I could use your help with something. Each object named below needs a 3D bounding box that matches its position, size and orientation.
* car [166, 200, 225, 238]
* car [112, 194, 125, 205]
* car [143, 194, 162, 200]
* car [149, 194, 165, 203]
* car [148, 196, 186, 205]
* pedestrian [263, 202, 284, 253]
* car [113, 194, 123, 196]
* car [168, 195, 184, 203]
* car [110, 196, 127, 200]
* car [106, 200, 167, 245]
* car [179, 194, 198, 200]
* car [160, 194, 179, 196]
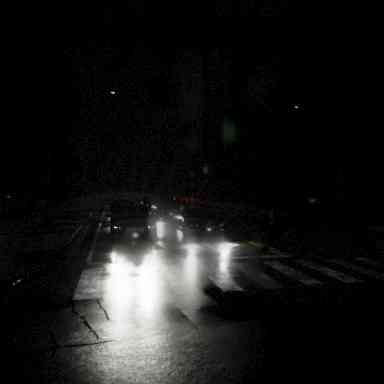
[{"bbox_3d":[0.166,1.363,16.745,1.837,1.490,4.892,1,0,-14],"label":"car"},{"bbox_3d":[-10.955,1.094,49.203,1.837,1.490,4.892,1,0,-14],"label":"car"},{"bbox_3d":[-4.517,1.251,36.072,2.033,1.411,5.357,1,0,-14],"label":"car"},{"bbox_3d":[-6.016,1.059,56.406,2.128,1.511,4.902,1,0,-14],"label":"car"},{"bbox_3d":[-2.064,1.291,25.950,1.837,1.490,4.892,1,0,-14],"label":"car"},{"bbox_3d":[2.872,1.207,11.713,0.375,1.860,0.375,1,0,-14],"label":"pedestrian"},{"bbox_3d":[-7.409,1.205,34.218,1.812,1.442,4.674,1,1,-13],"label":"car"},{"bbox_3d":[-2.866,1.201,57.203,1.895,1.301,4.718,1,0,-14],"label":"car"},{"bbox_3d":[-5.107,1.304,24.710,2.033,1.411,5.357,1,0,-14],"label":"car"},{"bbox_3d":[-2.679,1.326,14.708,2.128,1.511,4.902,1,0,-14],"label":"car"},{"bbox_3d":[-0.495,1.037,47.609,2.097,1.767,4.553,1,0,-13],"label":"car"},{"bbox_3d":[-3.659,1.199,46.924,2.033,1.411,5.357,1,0,-13],"label":"car"}]
